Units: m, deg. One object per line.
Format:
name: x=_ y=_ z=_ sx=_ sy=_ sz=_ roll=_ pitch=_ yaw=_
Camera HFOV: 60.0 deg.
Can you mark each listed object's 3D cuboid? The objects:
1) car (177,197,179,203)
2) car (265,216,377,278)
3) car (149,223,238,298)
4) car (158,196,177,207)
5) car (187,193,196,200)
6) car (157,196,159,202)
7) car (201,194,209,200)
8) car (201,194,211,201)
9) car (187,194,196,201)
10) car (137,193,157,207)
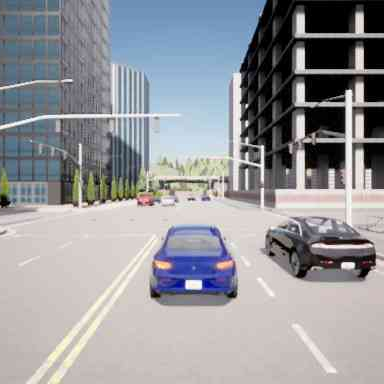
car: x=-3.629 y=1.469 z=67.377 sx=2.033 sy=1.411 sz=5.357 roll=0 pitch=0 yaw=0
car: x=3.563 y=1.480 z=10.089 sx=2.128 sy=1.511 sz=4.902 roll=0 pitch=0 yaw=-1
car: x=0.046 y=1.516 z=8.366 sx=1.812 sy=1.442 sz=4.674 roll=0 pitch=0 yaw=0
car: x=-3.674 y=1.466 z=51.294 sx=1.812 sy=1.442 sz=4.674 roll=0 pitch=0 yaw=0
car: x=-0.149 y=1.238 z=87.006 sx=2.097 sy=1.767 sz=4.553 roll=0 pitch=0 yaw=0
car: x=-7.122 y=1.467 z=67.917 sx=2.033 sy=1.411 sz=5.357 roll=0 pitch=0 yaw=0
car: x=3.351 y=1.382 z=87.042 sx=1.837 sy=1.490 sz=4.892 roll=0 pitch=0 yaw=0
car: x=3.367 y=1.431 z=77.967 sx=1.812 sy=1.442 sz=4.674 roll=0 pitch=0 yaw=0
car: x=-0.134 y=1.502 z=78.303 sx=1.895 sy=1.301 sz=4.718 roll=0 pitch=0 yaw=0
car: x=-7.176 y=1.161 z=51.627 sx=2.150 sy=2.045 sz=5.566 roll=0 pitch=0 yaw=-1
